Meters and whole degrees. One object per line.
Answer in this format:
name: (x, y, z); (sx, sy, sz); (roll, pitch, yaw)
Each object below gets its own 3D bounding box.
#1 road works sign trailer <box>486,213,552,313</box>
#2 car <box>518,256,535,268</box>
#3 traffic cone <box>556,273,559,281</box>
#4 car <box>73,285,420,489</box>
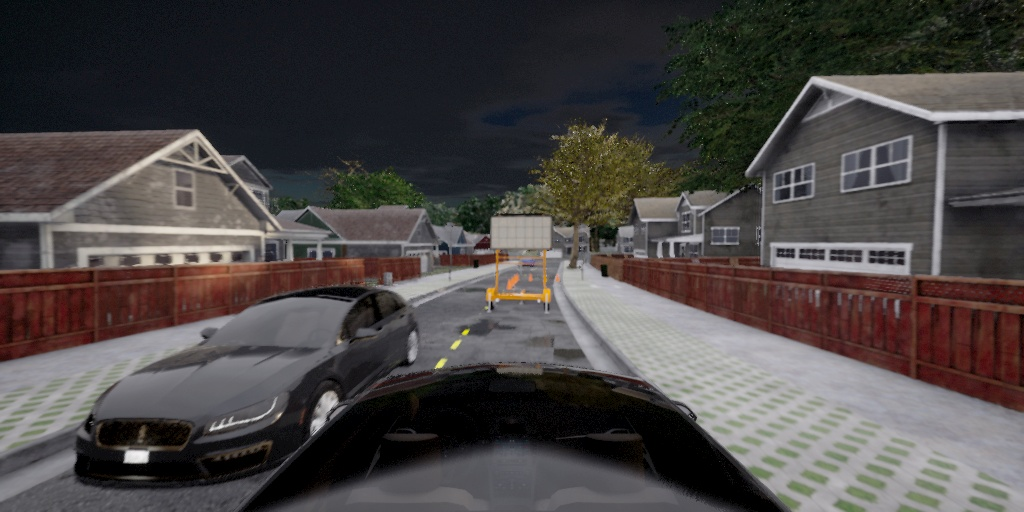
road works sign trailer: (0.348, 0.171, 13.802); (2.380, 3.560, 2.880); (0, 0, 7)
car: (1.911, 0.766, 47.528); (1.882, 1.535, 5.008); (0, 1, 9)
traffic cone: (3.355, 1.571, 26.547); (0.340, 0.580, 0.340); (0, 0, 7)
car: (-2.729, 1.241, 5.101); (1.837, 1.490, 4.892); (0, 0, 2)
